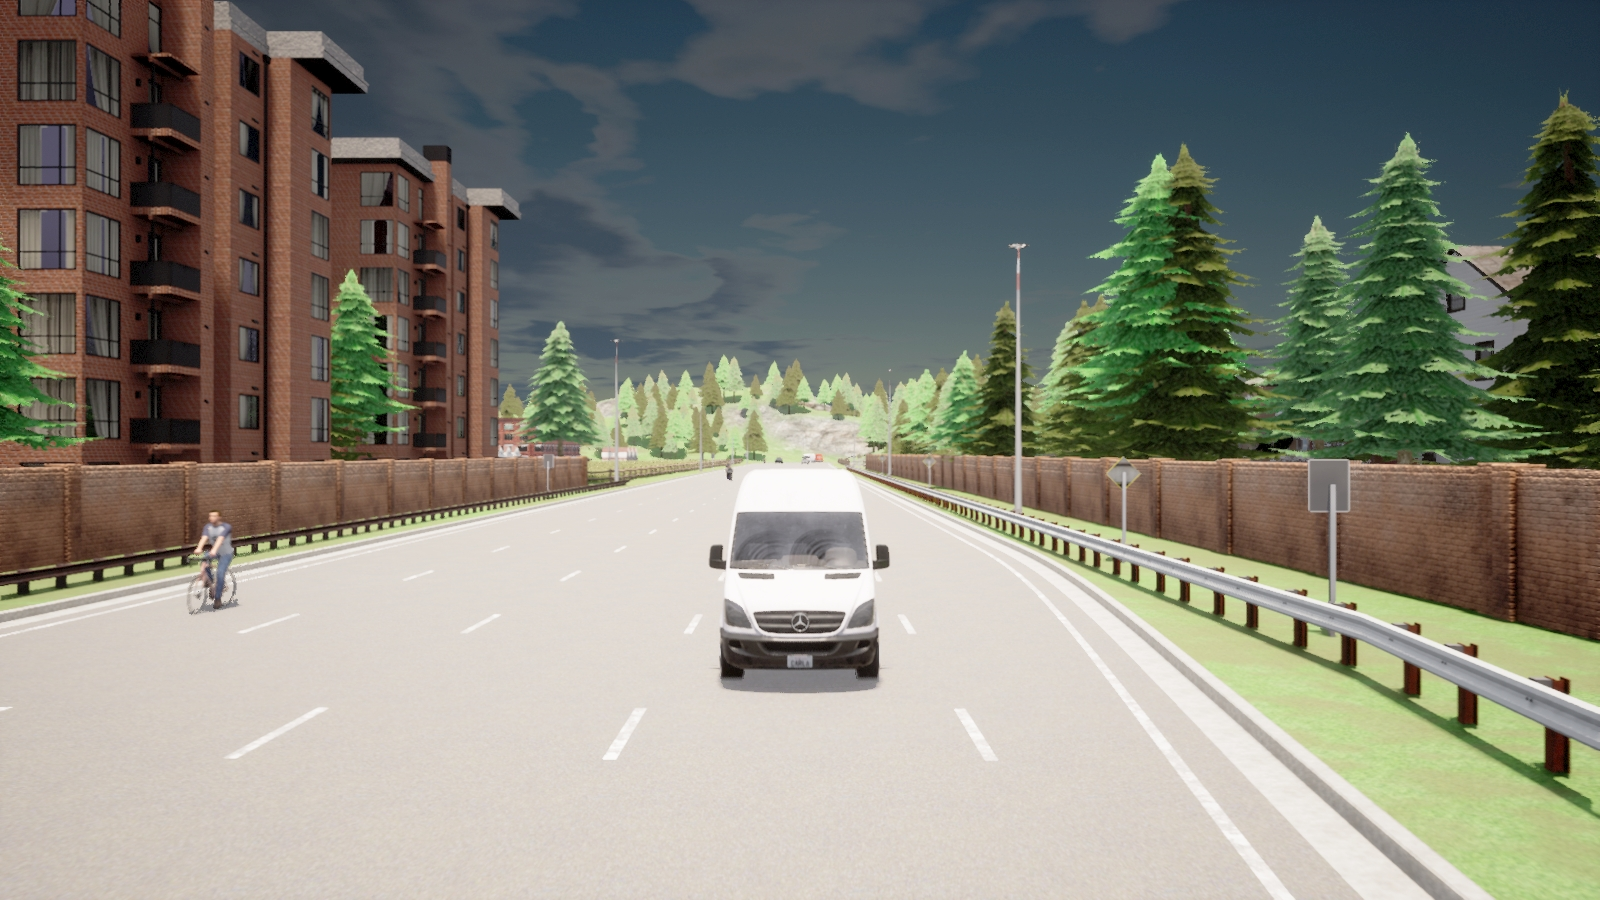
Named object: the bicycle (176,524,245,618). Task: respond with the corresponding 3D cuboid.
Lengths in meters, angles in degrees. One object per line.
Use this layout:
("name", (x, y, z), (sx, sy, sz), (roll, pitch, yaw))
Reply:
("bicycle", (-10.469, 2.115, 20.339), (0.373, 1.496, 1.643), (0, 0, 0))

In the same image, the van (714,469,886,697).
("van", (0.000, 1.582, 16.153), (1.988, 2.561, 5.915), (0, 0, 0))
